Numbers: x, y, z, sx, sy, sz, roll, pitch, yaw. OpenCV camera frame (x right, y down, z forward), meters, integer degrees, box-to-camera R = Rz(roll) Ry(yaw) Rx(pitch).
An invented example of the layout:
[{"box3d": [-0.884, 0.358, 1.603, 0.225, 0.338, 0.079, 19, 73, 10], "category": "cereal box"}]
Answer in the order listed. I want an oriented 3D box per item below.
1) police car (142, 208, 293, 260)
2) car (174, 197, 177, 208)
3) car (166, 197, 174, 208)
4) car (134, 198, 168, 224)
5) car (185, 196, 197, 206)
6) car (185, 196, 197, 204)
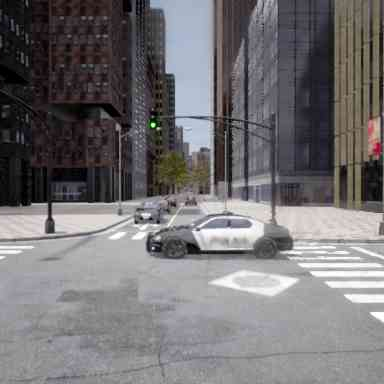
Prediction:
[{"box3d": [0.928, 1.504, 11.902, 4.974, 1.542, 2.038, 0, 0, 0], "category": "police car"}, {"box3d": [-3.232, 1.466, 49.198, 1.882, 1.535, 5.008, 0, 0, 0], "category": "car"}, {"box3d": [-3.196, 1.517, 35.208, 1.812, 1.442, 4.674, 0, 0, 0], "category": "car"}, {"box3d": [-3.169, 1.485, 25.045, 2.128, 1.511, 4.902, 0, 0, -1], "category": "car"}, {"box3d": [-0.180, 1.512, 55.111, 1.812, 1.442, 4.674, 0, 0, 0], "category": "car"}, {"box3d": [-0.218, 1.477, 65.116, 2.128, 1.511, 4.902, 0, 0, 0], "category": "car"}]
